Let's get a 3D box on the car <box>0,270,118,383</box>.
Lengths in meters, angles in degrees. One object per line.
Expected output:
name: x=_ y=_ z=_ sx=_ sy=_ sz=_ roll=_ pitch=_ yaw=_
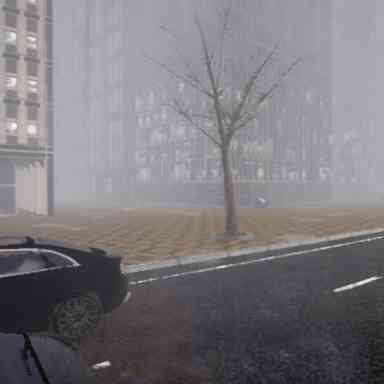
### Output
car: x=-2.470 y=1.558 z=1.531 sx=4.181 sy=1.385 sz=1.994 roll=0 pitch=0 yaw=-35

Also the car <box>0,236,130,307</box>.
car: x=-3.344 y=1.469 z=4.877 sx=4.902 sy=1.511 sz=2.128 roll=0 pitch=0 yaw=-35
